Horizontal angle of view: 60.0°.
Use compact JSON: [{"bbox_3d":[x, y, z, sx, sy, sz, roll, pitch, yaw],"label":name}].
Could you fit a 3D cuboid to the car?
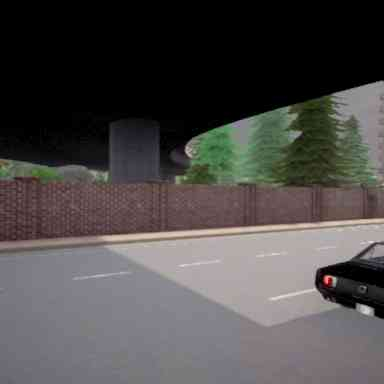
[{"bbox_3d":[4.658,1.606,6.466,4.718,1.301,1.895,0,0,-32],"label":"car"}]
